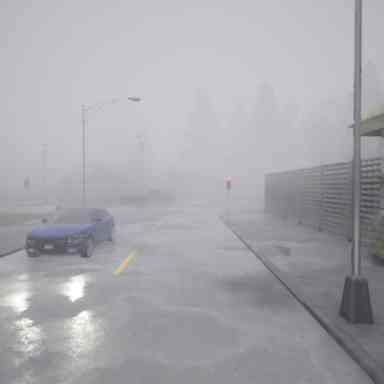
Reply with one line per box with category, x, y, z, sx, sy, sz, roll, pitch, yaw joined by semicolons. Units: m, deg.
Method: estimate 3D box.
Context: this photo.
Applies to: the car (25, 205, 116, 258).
car;-4.137;1.281;12.090;1.882;1.535;5.008;0;1;0
